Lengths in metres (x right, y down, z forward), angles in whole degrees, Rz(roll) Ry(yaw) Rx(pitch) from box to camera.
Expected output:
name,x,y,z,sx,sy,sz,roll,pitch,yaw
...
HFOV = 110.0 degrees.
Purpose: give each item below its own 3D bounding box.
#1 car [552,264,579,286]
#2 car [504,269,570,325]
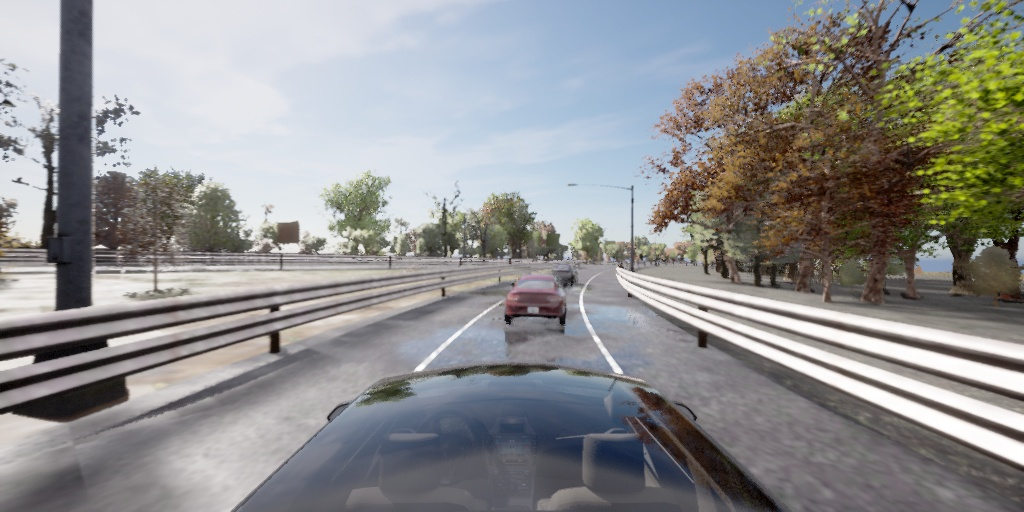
name,x,y,z,sx,sy,sz,roll,pitch,yaw
car,3.898,1.373,26.949,2.128,1.511,4.902,0,0,15
car,0.876,1.317,11.965,1.812,1.442,4.674,0,-1,8
